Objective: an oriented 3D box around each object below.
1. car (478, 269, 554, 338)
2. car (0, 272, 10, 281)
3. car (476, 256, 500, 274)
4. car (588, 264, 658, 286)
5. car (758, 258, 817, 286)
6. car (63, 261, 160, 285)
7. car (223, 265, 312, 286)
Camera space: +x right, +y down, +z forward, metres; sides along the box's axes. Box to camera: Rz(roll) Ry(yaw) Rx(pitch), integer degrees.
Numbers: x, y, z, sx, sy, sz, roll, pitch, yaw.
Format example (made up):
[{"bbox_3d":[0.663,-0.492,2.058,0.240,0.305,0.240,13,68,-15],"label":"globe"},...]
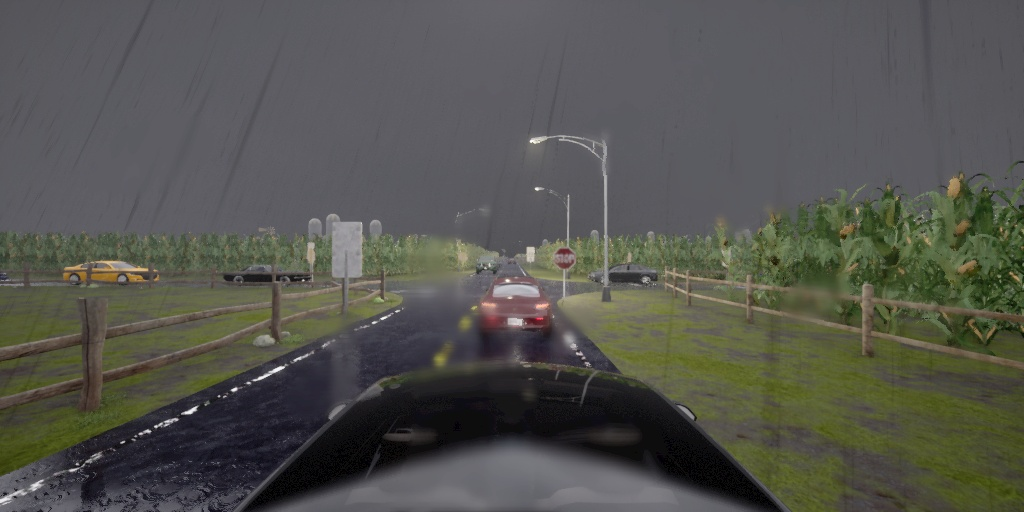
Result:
[{"bbox_3d":[0.099,1.276,10.112,1.812,1.442,4.674,0,0,0],"label":"car"},{"bbox_3d":[-36.540,1.088,23.426,5.357,1.411,2.033,0,-1,1],"label":"car"},{"bbox_3d":[-2.839,0.961,41.138,2.150,2.045,5.566,0,0,0],"label":"car"},{"bbox_3d":[7.957,1.329,25.919,4.892,1.490,1.837,1,-1,1],"label":"car"},{"bbox_3d":[20.978,1.131,25.789,5.566,2.045,2.150,0,-1,1],"label":"car"},{"bbox_3d":[-25.913,1.072,23.311,5.008,1.535,1.882,0,-1,1],"label":"car"},{"bbox_3d":[-15.684,1.251,23.208,4.718,1.301,1.895,0,-1,1],"label":"car"}]
